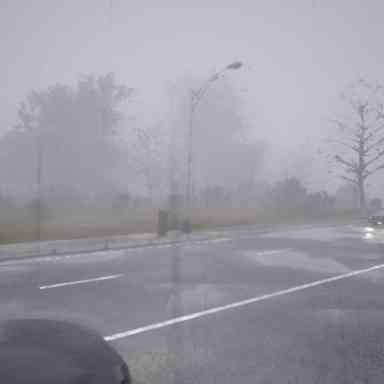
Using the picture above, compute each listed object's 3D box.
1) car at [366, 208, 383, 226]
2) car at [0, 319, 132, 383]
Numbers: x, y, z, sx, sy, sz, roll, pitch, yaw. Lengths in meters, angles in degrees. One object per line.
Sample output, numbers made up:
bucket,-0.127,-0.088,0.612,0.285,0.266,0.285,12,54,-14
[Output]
car,13.929,1.562,22.392,5.357,1.411,2.033,0,0,-35
car,-2.694,1.505,1.824,4.892,1.490,1.837,0,0,-35
